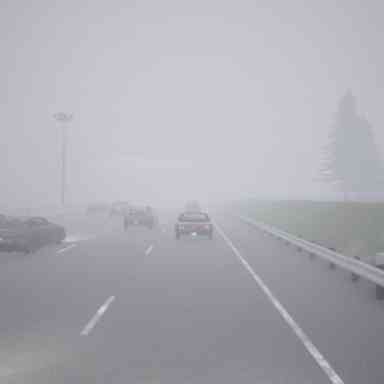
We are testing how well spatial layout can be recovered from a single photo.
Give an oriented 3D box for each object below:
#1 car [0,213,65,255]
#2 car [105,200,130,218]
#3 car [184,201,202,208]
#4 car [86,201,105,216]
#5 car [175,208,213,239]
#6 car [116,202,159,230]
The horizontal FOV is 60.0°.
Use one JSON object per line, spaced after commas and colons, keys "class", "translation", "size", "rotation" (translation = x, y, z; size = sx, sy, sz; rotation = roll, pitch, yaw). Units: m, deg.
{"class": "car", "translation": [-6.899, 1.683, 13.838], "size": [1.994, 1.385, 4.181], "rotation": [0, 0, 0]}
{"class": "car", "translation": [-6.897, 1.642, 33.527], "size": [2.097, 1.767, 4.553], "rotation": [0, 0, 0]}
{"class": "car", "translation": [0.102, 1.844, 40.029], "size": [1.837, 1.490, 4.892], "rotation": [0, -1, 0]}
{"class": "car", "translation": [-10.397, 1.803, 37.635], "size": [1.882, 1.535, 5.008], "rotation": [0, -1, 0]}
{"class": "car", "translation": [0.102, 1.759, 18.318], "size": [1.895, 1.301, 4.718], "rotation": [0, 0, 0]}
{"class": "car", "translation": [-3.398, 1.688, 22.670], "size": [2.128, 1.511, 4.902], "rotation": [0, 0, 0]}
